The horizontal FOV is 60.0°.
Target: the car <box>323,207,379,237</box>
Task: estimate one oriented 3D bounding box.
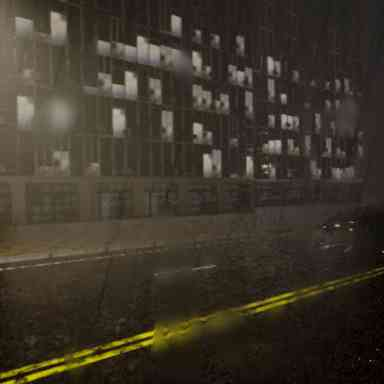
[{"bbox_3d":[8.979,1.515,17.979,4.181,1.385,1.994,0,0,-35],"label":"car"}]

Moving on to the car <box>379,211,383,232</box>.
[{"bbox_3d":[10.784,1.476,15.273,4.674,1.442,1.812,0,0,-35],"label":"car"}]
